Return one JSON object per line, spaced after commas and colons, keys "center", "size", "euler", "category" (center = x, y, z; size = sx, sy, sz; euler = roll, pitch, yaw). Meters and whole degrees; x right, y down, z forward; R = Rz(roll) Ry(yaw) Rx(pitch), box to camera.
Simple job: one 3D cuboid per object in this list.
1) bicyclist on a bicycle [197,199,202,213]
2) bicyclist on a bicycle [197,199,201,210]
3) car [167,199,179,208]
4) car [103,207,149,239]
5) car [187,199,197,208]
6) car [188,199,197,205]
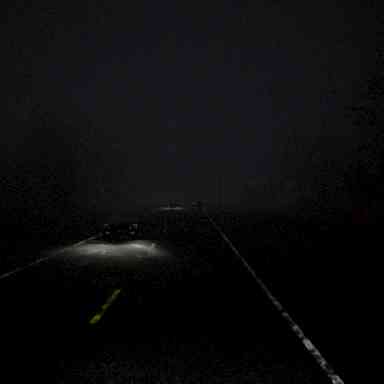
{"center": [0.998, 1.849, 41.012], "size": [0.582, 1.620, 1.656], "euler": [0, -1, 0], "category": "bicyclist on a bicycle"}
{"center": [1.006, 1.934, 50.165], "size": [0.582, 1.620, 1.656], "euler": [0, -1, 0], "category": "bicyclist on a bicycle"}
{"center": [-3.486, 2.058, 60.936], "size": [1.882, 1.535, 5.008], "euler": [0, 0, 1], "category": "car"}
{"center": [-3.584, 1.662, 18.843], "size": [1.882, 1.535, 5.008], "euler": [0, -1, 0], "category": "car"}
{"center": [0.056, 2.125, 60.546], "size": [2.033, 1.411, 5.357], "euler": [0, -1, 0], "category": "car"}
{"center": [0.065, 2.270, 75.889], "size": [1.994, 1.385, 4.181], "euler": [0, -1, 0], "category": "car"}
